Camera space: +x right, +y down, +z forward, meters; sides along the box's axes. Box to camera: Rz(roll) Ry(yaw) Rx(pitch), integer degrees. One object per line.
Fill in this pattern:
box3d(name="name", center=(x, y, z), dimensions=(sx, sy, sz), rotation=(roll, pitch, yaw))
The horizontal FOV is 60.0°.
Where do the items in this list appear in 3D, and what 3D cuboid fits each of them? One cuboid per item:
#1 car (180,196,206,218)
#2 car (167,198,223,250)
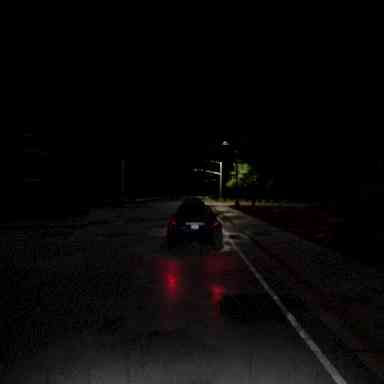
box3d(name="car", center=(0.086, 1.270, 29.619), dimensions=(2.097, 1.767, 4.553), rotation=(0, 0, 0))
box3d(name="car", center=(0.109, 1.297, 14.237), dimensions=(2.097, 1.767, 4.553), rotation=(1, 0, 0))
